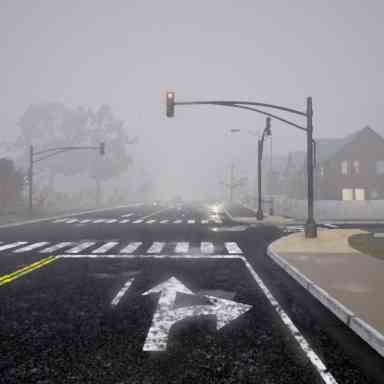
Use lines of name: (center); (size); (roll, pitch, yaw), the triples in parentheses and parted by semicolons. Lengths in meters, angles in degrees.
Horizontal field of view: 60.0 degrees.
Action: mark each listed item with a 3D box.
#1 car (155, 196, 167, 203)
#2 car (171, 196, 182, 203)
car: (-6.319, 1.497, 68.173); (1.882, 1.535, 5.008); (0, 0, 5)
car: (-3.085, 1.536, 67.855); (1.812, 1.442, 4.674); (0, 0, 5)
